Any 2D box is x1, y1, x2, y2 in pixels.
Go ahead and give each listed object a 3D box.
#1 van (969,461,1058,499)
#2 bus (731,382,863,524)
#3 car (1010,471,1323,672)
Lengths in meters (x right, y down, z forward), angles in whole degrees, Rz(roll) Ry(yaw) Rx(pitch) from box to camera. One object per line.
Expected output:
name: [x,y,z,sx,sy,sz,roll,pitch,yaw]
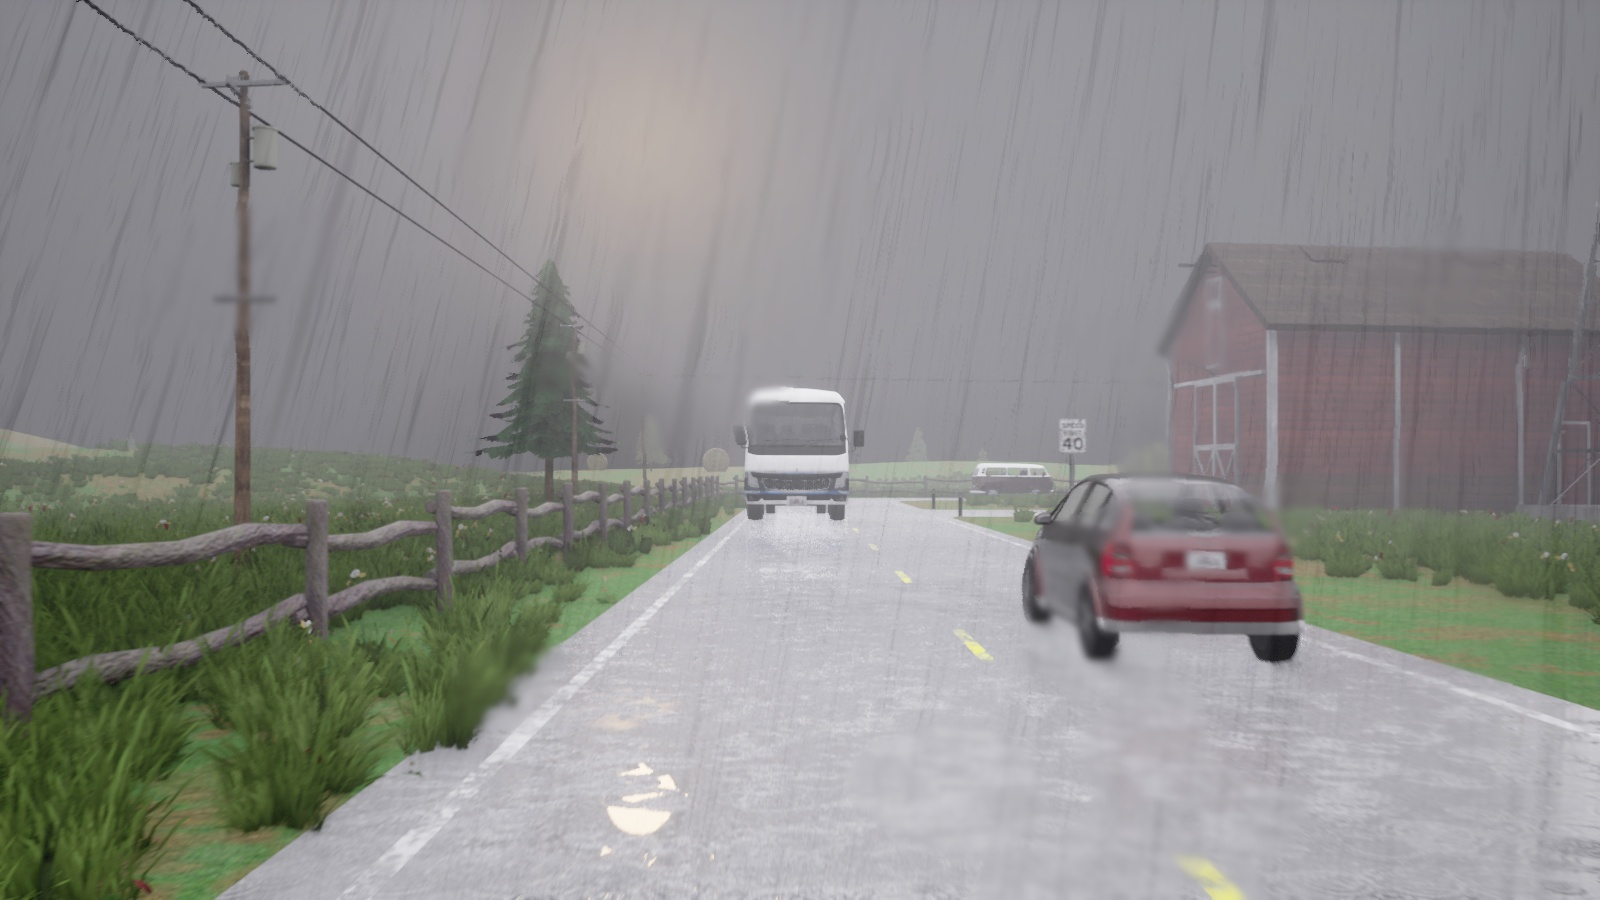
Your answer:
van: [11.910,1.674,70.239,4.480,2.038,2.069,0,-1,-5]
bus: [-0.123,0.161,42.863,3.944,4.253,10.273,0,-1,0]
car: [3.167,0.977,11.644,1.789,1.549,3.705,0,-1,0]
